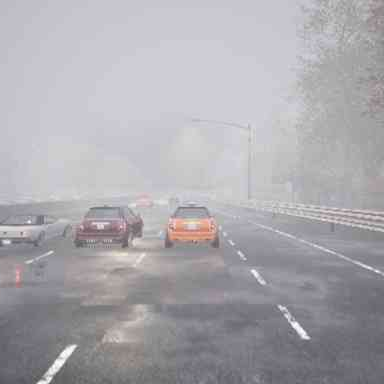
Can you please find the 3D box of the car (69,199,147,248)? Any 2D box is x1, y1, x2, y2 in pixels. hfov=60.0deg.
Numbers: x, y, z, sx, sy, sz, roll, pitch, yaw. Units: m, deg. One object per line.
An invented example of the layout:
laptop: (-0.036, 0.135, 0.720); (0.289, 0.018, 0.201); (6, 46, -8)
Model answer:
car: (-3.499, 1.352, 14.863); (2.097, 1.767, 4.553); (0, 0, 0)

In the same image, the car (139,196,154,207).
car: (-6.986, 1.354, 50.277); (2.097, 1.767, 4.553); (0, 0, 0)

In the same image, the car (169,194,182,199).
car: (-3.480, 1.480, 64.491); (1.882, 1.535, 5.008); (0, 0, 0)

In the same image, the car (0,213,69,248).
car: (-6.993, 1.602, 14.816); (1.895, 1.301, 4.718); (0, 0, 0)

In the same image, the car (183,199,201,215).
car: (0.010, 1.527, 34.612); (1.812, 1.442, 4.674); (0, 0, 0)

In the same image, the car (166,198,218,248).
car: (0.003, 1.352, 15.021); (2.097, 1.767, 4.553); (0, 0, 0)
